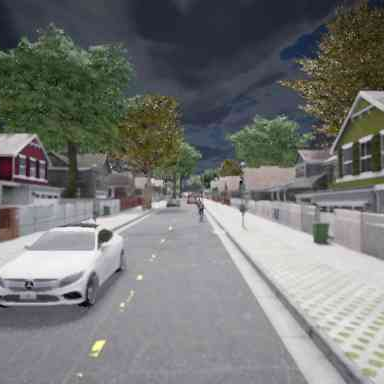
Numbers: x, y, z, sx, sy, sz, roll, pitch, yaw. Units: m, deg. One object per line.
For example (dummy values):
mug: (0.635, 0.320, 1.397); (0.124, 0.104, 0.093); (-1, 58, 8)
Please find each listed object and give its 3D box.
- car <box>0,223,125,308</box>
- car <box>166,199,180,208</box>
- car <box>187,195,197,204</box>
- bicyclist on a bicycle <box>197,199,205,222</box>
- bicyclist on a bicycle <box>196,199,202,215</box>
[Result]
car: (-2.848, 1.549, 8.111); (1.812, 1.442, 4.674); (0, 0, 0)
car: (-2.817, 1.711, 50.504); (1.994, 1.385, 4.181); (0, 0, 0)
car: (0.038, 1.789, 69.143); (1.994, 1.385, 4.181); (0, 0, 1)
bicyclist on a bicycle: (0.762, 1.517, 25.977); (0.582, 1.620, 1.656); (0, -1, 0)
bicyclist on a bicycle: (0.763, 1.544, 34.991); (0.582, 1.620, 1.656); (0, -1, 0)
